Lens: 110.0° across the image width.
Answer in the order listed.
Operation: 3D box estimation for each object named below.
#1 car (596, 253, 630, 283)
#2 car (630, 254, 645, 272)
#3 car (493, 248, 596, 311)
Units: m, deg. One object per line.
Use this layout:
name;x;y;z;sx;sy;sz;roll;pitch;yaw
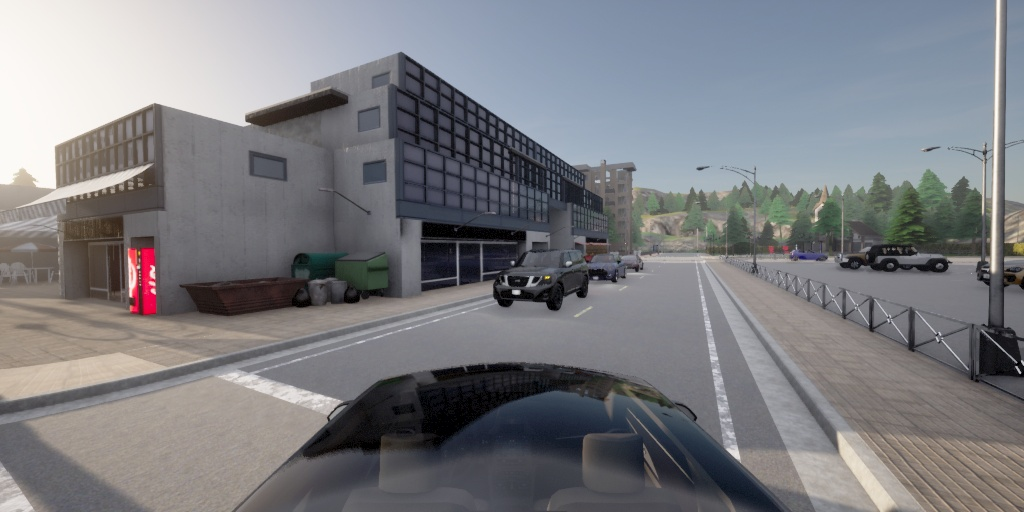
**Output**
car;5.823;0.641;22.604;2.097;1.767;4.553;0;1;27
car;10.451;0.580;31.730;1.812;1.442;4.674;0;1;27
car;1.378;0.737;13.828;2.150;2.045;5.566;0;1;27
